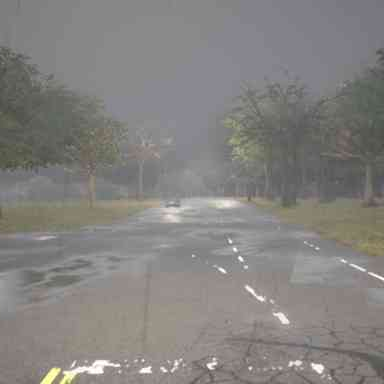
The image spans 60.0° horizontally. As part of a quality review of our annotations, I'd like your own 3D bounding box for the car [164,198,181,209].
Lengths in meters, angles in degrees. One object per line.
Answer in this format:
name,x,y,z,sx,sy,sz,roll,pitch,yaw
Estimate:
car,-2.466,1.477,43.847,2.033,1.411,5.357,-1,1,2
